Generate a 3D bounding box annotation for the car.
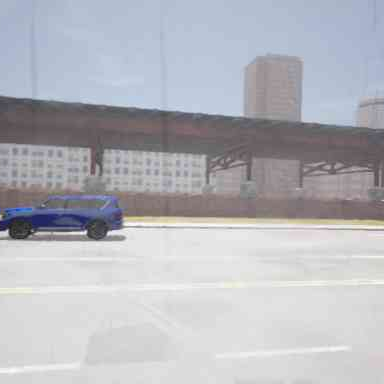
[{"bbox_3d":[-6.028,1.150,15.943,5.566,2.045,2.150,2,0,-11],"label":"car"}]
